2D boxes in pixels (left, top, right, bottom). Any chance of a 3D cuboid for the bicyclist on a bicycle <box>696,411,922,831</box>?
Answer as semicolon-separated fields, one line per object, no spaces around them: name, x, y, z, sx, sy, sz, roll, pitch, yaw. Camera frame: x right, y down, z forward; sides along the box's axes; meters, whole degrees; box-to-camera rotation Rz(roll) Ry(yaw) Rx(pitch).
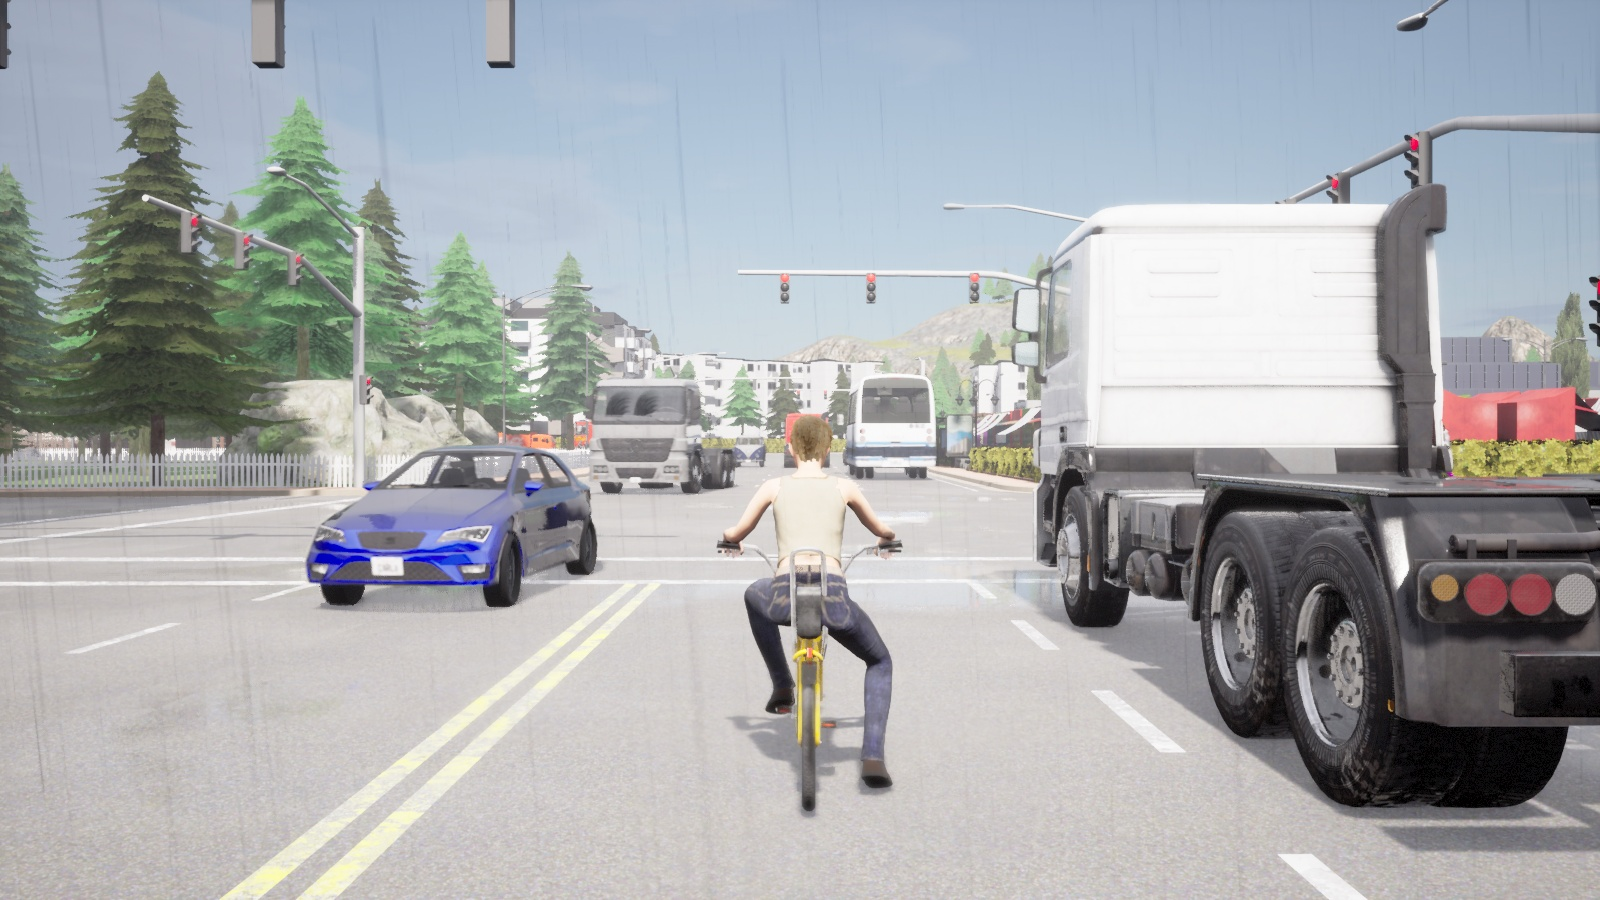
bicyclist on a bicycle;0.042;0.652;5.576;0.866;1.612;1.509;0;0;1

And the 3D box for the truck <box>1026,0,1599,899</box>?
truck;3.559;-0.277;7.884;2.891;3.462;7.936;0;0;0

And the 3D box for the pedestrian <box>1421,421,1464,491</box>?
pedestrian;18.001;0.161;35.193;0.873;1.952;0.659;0;0;0

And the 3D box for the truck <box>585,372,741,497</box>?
truck;-4.022;-0.459;38.989;2.891;3.462;7.936;0;0;9

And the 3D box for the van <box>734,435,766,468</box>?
van;-3.064;0.062;77.116;1.775;1.987;4.442;0;0;0

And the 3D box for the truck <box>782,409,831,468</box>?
truck;0.429;-0.674;77.772;2.891;3.462;7.936;0;0;1

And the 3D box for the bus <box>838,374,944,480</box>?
bus;3.813;-0.941;55.587;3.944;4.253;10.273;0;0;0

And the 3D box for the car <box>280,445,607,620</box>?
car;-3.351;0.686;12.737;1.816;1.474;4.193;0;0;5
